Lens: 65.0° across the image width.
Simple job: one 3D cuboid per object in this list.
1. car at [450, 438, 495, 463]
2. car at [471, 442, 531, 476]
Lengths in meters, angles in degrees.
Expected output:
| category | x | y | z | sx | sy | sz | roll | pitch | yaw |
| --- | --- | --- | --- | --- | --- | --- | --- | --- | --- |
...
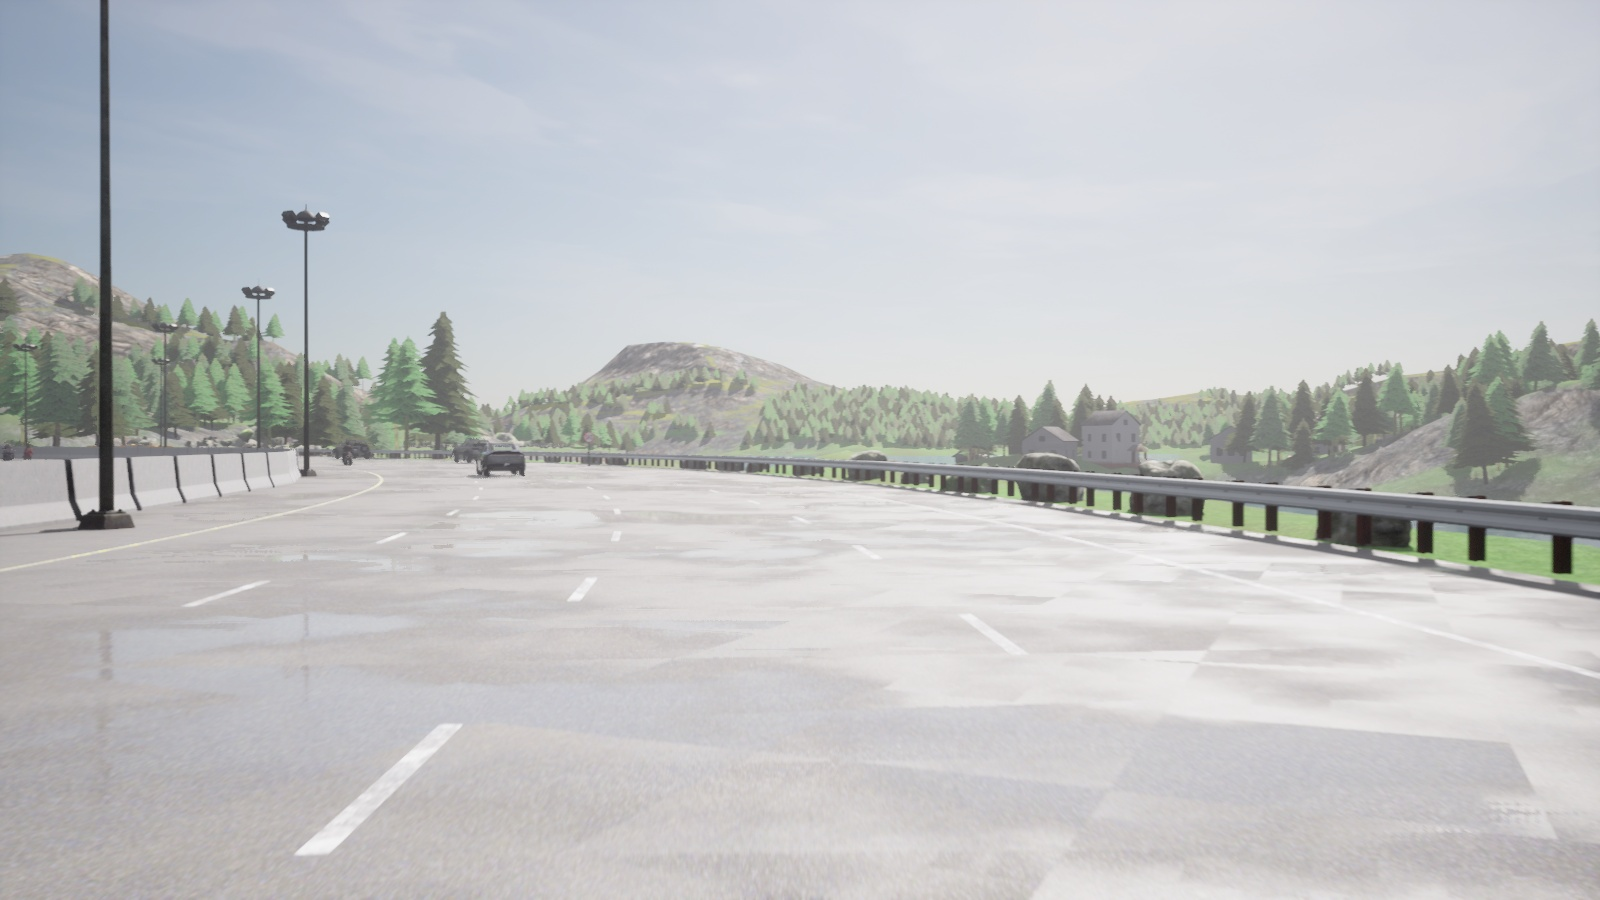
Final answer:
| category | x | y | z | sx | sy | sz | roll | pitch | yaw |
| --- | --- | --- | --- | --- | --- | --- | --- | --- | --- |
| car | -24.968 | 0.011 | 95.658 | 1.932 | 1.855 | 4.605 | 0 | 0 | -33 |
| car | -13.856 | 0.369 | 57.953 | 2.128 | 1.511 | 4.902 | 0 | 0 | -20 |
